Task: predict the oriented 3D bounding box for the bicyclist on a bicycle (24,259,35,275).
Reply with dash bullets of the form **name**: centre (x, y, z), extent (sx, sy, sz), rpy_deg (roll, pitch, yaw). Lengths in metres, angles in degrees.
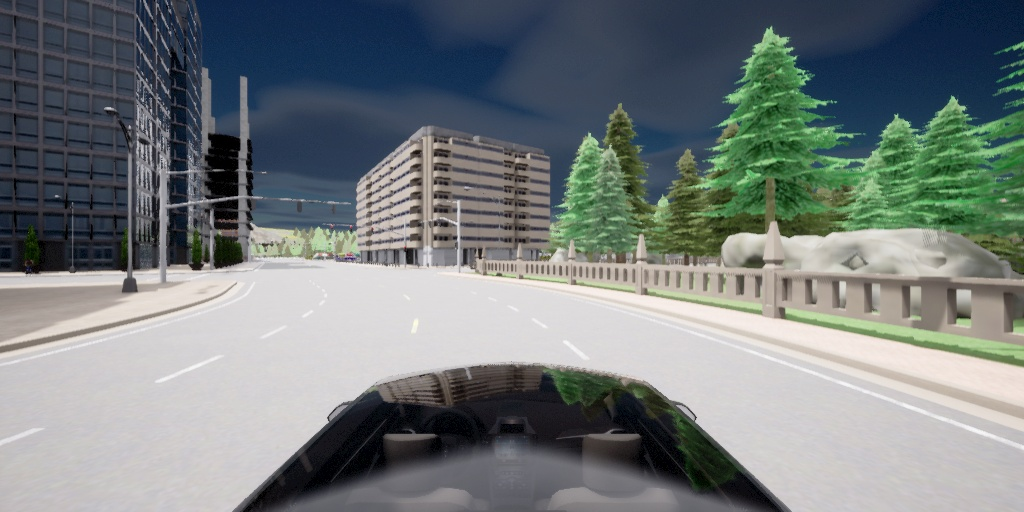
- **bicyclist on a bicycle**: centre (-46.889, 1.075, 34.845), extent (0.582, 1.620, 1.656), rpy_deg (0, 0, -34)
